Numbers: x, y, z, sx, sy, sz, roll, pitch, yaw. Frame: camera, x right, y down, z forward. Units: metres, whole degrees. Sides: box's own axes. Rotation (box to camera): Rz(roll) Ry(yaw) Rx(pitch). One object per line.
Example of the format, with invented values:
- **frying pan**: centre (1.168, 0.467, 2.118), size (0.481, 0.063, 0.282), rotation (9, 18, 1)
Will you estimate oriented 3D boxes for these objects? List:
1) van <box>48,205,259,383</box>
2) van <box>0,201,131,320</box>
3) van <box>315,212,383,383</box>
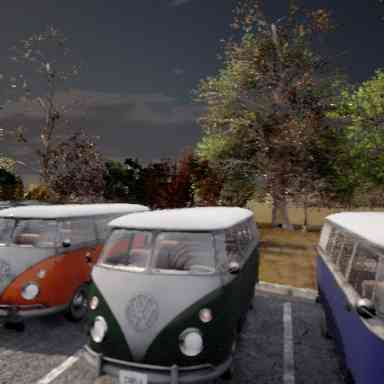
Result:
- **van**: centre (0.036, 1.259, 5.346), size (1.878, 1.987, 4.442), rotation (1, -1, 16)
- **van**: centre (-2.389, 1.260, 7.073), size (1.878, 1.987, 4.442), rotation (1, -1, 16)
- **van**: centre (2.462, 1.258, 3.618), size (1.878, 1.987, 4.442), rotation (1, -1, 16)
